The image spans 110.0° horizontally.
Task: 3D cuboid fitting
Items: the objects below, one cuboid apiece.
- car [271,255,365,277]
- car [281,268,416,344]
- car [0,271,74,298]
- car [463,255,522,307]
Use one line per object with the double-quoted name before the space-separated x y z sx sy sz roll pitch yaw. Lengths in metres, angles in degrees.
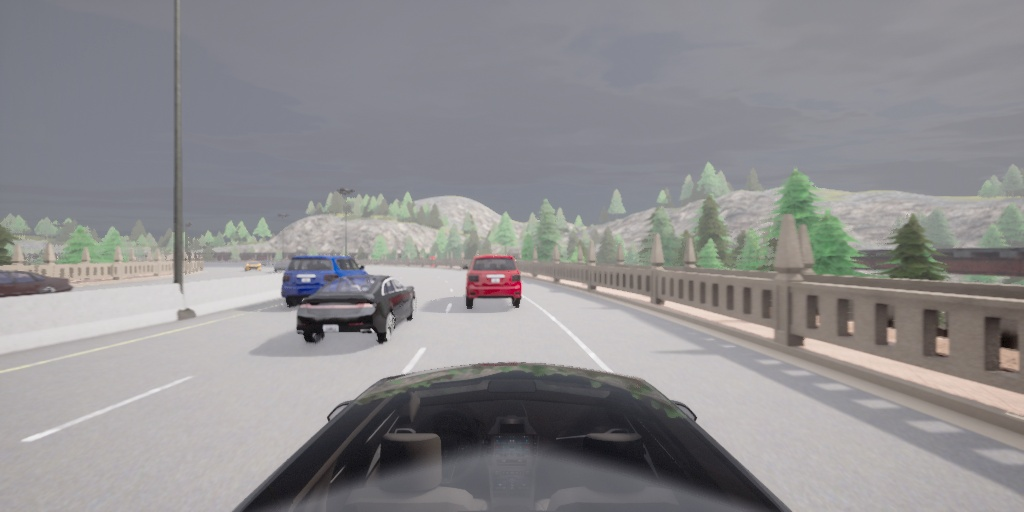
"car" -8.035 0.993 15.975 2.150 2.045 5.566 0 0 -8
"car" -3.847 1.250 9.663 2.128 1.511 4.902 0 0 -4
"car" -22.212 1.342 15.194 2.033 1.411 5.357 0 0 -9
"car" -0.944 0.981 15.657 2.150 2.045 5.566 0 0 -7
